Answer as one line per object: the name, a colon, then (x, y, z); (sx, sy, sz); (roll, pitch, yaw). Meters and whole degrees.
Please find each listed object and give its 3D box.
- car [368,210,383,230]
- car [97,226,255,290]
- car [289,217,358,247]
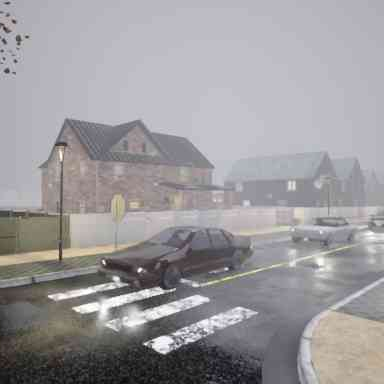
car: (15.475, 2.207, 26.269); (2.128, 1.511, 4.902); (-1, -2, 45)
car: (-0.105, 1.750, 10.017); (2.033, 1.411, 5.357); (0, -1, 40)
car: (7.064, 2.037, 17.697); (1.895, 1.301, 4.718); (-1, -2, 44)
